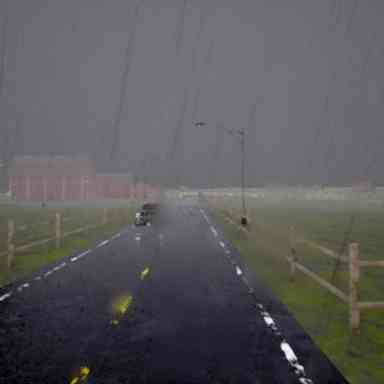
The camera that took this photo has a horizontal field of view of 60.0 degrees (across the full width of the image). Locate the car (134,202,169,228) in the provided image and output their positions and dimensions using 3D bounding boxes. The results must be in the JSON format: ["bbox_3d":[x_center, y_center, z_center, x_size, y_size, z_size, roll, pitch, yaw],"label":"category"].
[{"bbox_3d":[-2.838,1.557,24.150,2.097,1.767,4.553,0,0,0],"label":"car"}]
